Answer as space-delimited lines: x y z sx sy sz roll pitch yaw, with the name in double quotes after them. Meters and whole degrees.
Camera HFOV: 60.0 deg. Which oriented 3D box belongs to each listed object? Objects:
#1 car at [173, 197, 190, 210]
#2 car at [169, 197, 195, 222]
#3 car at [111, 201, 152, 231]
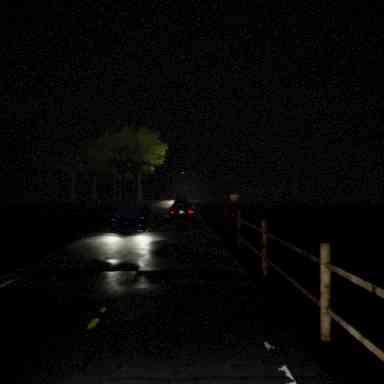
-1.269 1.349 40.766 1.994 1.385 4.181 0 0 -2 "car"
-0.774 1.372 24.615 2.033 1.411 5.357 0 0 -2 "car"
-3.481 1.350 19.851 1.882 1.535 5.008 0 0 -2 "car"
